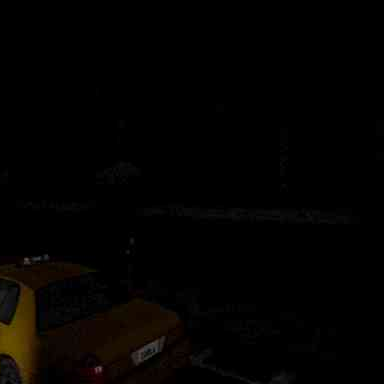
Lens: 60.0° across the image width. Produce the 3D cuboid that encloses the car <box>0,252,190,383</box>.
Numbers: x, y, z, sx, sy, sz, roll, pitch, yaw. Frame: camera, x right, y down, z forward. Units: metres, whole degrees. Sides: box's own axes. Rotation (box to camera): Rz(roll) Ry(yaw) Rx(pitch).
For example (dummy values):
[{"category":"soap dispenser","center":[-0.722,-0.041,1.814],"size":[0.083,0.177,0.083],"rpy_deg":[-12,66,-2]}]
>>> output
[{"category":"car","center":[-2.304,1.525,4.601],"size":[4.829,1.417,1.752],"rpy_deg":[0,0,35]}]
